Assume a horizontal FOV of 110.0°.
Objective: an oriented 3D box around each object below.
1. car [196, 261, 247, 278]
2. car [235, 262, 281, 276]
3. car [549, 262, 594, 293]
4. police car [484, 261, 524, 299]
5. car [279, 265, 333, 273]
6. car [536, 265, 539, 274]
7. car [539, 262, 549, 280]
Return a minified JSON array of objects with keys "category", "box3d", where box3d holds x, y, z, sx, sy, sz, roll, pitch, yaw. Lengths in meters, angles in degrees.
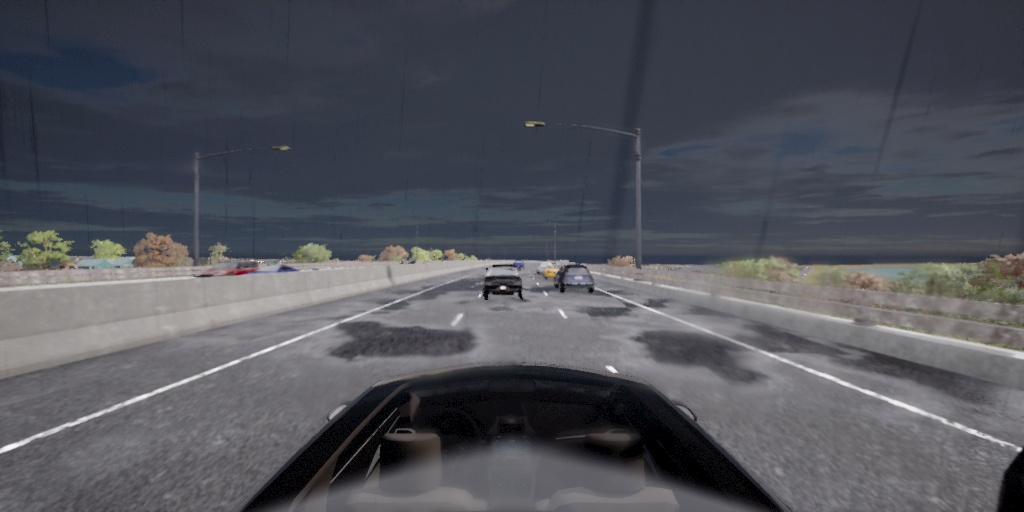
[{"category":"car","box3d":[-20.894,1.191,26.790,2.097,1.767,4.553,0,0,1]},{"category":"car","box3d":[-17.404,1.365,26.291,1.812,1.442,4.674,0,0,1]},{"category":"car","box3d":[3.619,1.260,21.589,2.033,1.649,4.856,0,0,1]},{"category":"police car","box3d":[-0.442,1.240,18.839,1.930,1.638,5.238,0,0,-1]},{"category":"car","box3d":[-13.917,1.438,25.478,1.895,1.301,4.718,0,0,1]},{"category":"car","box3d":[4.017,1.459,43.430,1.812,1.442,4.674,0,0,1]},{"category":"car","box3d":[3.787,1.334,32.699,1.801,1.575,5.366,0,0,1]}]
